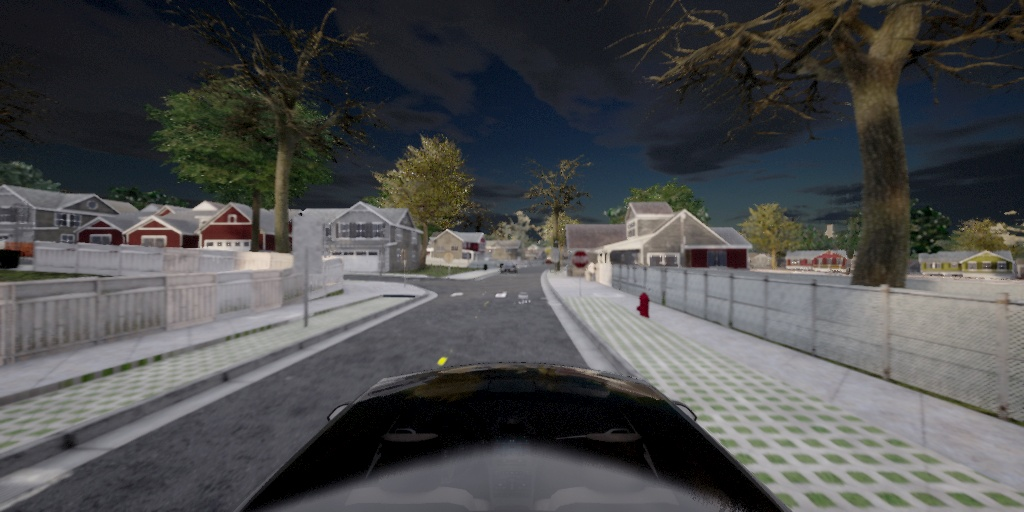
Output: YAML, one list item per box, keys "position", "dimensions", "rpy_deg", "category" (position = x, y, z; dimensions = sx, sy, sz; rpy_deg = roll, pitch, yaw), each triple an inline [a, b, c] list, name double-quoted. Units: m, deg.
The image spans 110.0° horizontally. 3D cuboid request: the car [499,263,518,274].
- position: [-0.374, 1.575, 45.519]
  dimensions: [1.994, 1.385, 4.181]
  rpy_deg: [0, 0, 6]
  category: "car"
